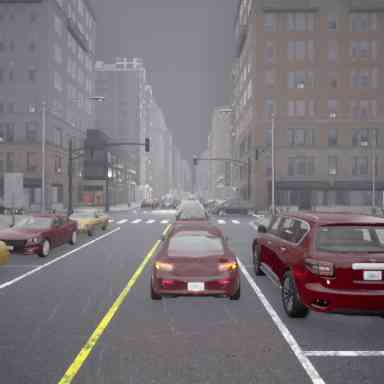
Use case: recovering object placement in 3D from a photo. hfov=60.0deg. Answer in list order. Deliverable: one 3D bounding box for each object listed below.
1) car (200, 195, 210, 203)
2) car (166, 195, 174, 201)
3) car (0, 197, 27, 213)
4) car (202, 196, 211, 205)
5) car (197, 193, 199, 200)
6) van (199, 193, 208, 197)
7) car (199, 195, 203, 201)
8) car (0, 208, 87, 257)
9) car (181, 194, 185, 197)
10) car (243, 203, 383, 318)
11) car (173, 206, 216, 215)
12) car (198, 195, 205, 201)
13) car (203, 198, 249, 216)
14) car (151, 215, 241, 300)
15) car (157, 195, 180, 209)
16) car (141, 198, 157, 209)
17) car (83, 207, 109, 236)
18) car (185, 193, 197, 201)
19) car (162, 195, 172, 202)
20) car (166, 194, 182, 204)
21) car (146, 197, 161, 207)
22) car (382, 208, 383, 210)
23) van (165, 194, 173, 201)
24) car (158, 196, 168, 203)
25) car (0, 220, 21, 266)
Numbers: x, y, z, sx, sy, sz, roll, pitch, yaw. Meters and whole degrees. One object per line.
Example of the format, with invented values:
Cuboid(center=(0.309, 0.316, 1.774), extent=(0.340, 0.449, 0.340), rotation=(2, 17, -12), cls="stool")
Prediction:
Cuboid(center=(2.631, 1.600, 51.253), extent=(1.802, 1.307, 4.206), rotation=(1, 0, 0), cls="car")
Cuboid(center=(-5.929, 1.625, 90.963), extent=(1.802, 1.307, 4.206), rotation=(1, 0, 0), cls="car")
Cuboid(center=(-17.287, 1.201, 29.741), extent=(4.553, 1.767, 2.097), rotation=(1, -1, 0), cls="car")
Cuboid(center=(2.636, 1.598, 45.579), extent=(1.802, 1.307, 4.206), rotation=(1, 0, 0), cls="car")
Cuboid(center=(2.619, 1.342, 68.273), extent=(2.192, 1.841, 5.009), rotation=(1, 0, 0), cls="car")
Cuboid(center=(2.623, 1.365, 62.600), extent=(1.690, 1.788, 3.998), rotation=(1, 0, 0), cls="van")
Cuboid(center=(2.626, 1.603, 56.926), extent=(1.802, 1.307, 4.206), rotation=(1, 0, 0), cls="car")
Cuboid(center=(-5.861, 1.549, 12.937), extent=(1.887, 1.381, 4.507), rotation=(1, 0, 0), cls="car")
Cuboid(center=(-3.089, 1.573, 65.771), extent=(2.033, 1.411, 5.357), rotation=(0, 0, 1), cls="car")
Cuboid(center=(2.672, 1.317, 7.311), extent=(2.192, 1.841, 5.009), rotation=(1, 0, 0), cls="car")
Cuboid(center=(0.048, 1.607, 17.442), extent=(1.895, 1.301, 4.718), rotation=(0, 0, 0), cls="car")
Cuboid(center=(2.596, 1.609, 90.966), extent=(1.947, 1.339, 4.313), rotation=(1, 0, 0), cls="car")
Cuboid(center=(3.868, 1.566, 31.746), extent=(4.892, 1.490, 1.837), rotation=(1, -2, -15), cls="car")
Cuboid(center=(0.078, 1.528, 8.264), extent=(1.812, 1.442, 4.674), rotation=(0, 0, 0), cls="car")
Cuboid(center=(-3.124, 1.507, 45.492), extent=(2.128, 1.511, 4.902), rotation=(0, 0, 1), cls="car")
Cuboid(center=(-5.890, 1.560, 45.581), extent=(1.887, 1.381, 4.507), rotation=(1, 0, 0), cls="car")
Cuboid(center=(-5.865, 1.531, 18.391), extent=(1.752, 1.417, 4.829), rotation=(1, 0, 0), cls="car")
Cuboid(center=(-0.074, 1.579, 85.310), extent=(2.033, 1.411, 5.357), rotation=(0, 0, 0), cls="car")
Cuboid(center=(-5.918, 1.475, 79.618), extent=(1.967, 1.590, 4.097), rotation=(1, 0, 0), cls="car")
Cuboid(center=(-3.137, 1.567, 55.343), extent=(2.033, 1.411, 5.357), rotation=(0, 0, 0), cls="car")
Cuboid(center=(-5.894, 1.563, 51.254), extent=(1.887, 1.381, 4.507), rotation=(1, 0, 0), cls="car")
Cuboid(center=(21.406, 1.698, 32.755), extent=(5.008, 1.535, 1.882), rotation=(1, -1, 0), cls="car")
Cuboid(center=(-5.922, 1.380, 85.291), extent=(1.690, 1.788, 3.998), rotation=(1, 0, 0), cls="van")
Cuboid(center=(-5.910, 1.609, 68.272), extent=(1.802, 1.307, 4.206), rotation=(1, 0, 0), cls="car")
Cuboid(center=(-5.855, 1.527, 7.142), extent=(1.752, 1.417, 4.829), rotation=(1, 0, 0), cls="car")
